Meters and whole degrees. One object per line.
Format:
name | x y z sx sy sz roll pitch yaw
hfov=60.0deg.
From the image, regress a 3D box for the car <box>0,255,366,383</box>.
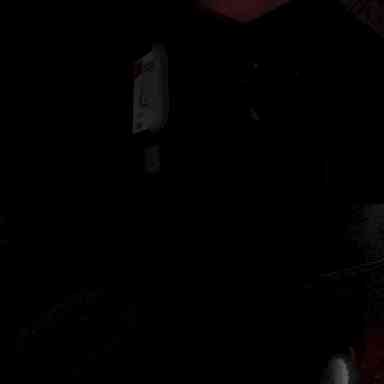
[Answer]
car | -0.341 1.469 3.149 5.008 1.535 1.882 0 0 -36
